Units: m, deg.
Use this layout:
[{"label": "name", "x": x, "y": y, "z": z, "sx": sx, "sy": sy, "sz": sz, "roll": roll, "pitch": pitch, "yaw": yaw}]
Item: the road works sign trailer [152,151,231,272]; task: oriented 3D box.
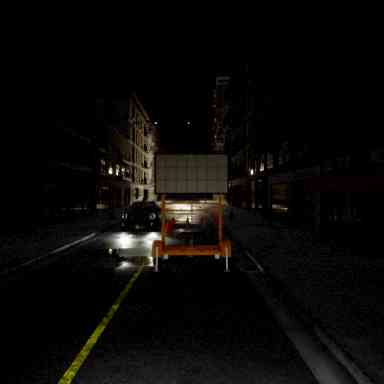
[{"label": "road works sign trailer", "x": -0.006, "y": 0.468, "z": 10.818, "sx": 2.380, "sy": 3.560, "sz": 2.880, "roll": 0, "pitch": 0, "yaw": 0}]

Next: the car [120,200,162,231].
[{"label": "car", "x": -3.027, "y": 1.363, "z": 20.689, "sx": 2.097, "sy": 1.767, "sz": 4.553, "roll": 0, "pitch": 0, "yaw": 0}]
